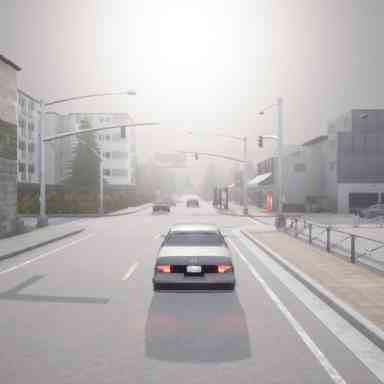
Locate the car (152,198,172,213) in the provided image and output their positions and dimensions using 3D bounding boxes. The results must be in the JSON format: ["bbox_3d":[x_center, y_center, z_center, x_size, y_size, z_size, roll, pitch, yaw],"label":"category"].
[{"bbox_3d":[-3.393,1.602,36.785,1.895,1.301,4.718,0,0,-4],"label":"car"}]

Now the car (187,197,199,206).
[{"bbox_3d":[0.116,1.525,53.447,1.812,1.442,4.674,0,0,0],"label":"car"}]

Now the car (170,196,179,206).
[{"bbox_3d":[-3.573,1.600,53.007,1.895,1.301,4.718,0,0,0],"label":"car"}]

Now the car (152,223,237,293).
[{"bbox_3d":[0.062,1.547,8.990,2.033,1.411,5.357,0,0,1],"label":"car"}]

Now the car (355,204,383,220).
[{"bbox_3d":[16.723,1.738,29.382,4.181,1.385,1.994,0,0,0],"label":"car"}]
